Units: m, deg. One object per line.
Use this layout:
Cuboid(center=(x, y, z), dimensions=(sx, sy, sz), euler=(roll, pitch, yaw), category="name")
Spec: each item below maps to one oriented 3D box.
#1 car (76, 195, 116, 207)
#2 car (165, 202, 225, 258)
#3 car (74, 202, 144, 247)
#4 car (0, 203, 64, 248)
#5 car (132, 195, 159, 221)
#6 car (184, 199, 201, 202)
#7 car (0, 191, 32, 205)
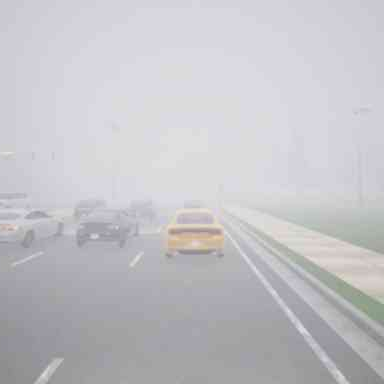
Cuboid(center=(-7.003, 1.238, 24.036), dimensions=(1.837, 1.490, 4.892), euler=(0, 1, 0), category="car")
Cuboid(center=(0.096, 1.341, 12.231), dimensions=(1.882, 1.535, 5.008), euler=(0, 1, 0), category="car")
Cuboid(center=(-3.428, 1.369, 14.063), dimensions=(1.812, 1.442, 4.674), euler=(0, 1, 0), category="car")
Cuboid(center=(-6.931, 1.373, 13.751), dimensions=(1.812, 1.442, 4.674), euler=(0, 1, 0), category="car")
Cuboid(center=(-3.503, 1.224, 24.065), dimensions=(2.128, 1.511, 4.902), euler=(0, 1, 0), category="car")
Cuboid(center=(0.052, 1.249, 24.876), dimensions=(1.812, 1.442, 4.674), euler=(0, 1, -1), category="car")
Cuboid(center=(-15.135, 0.923, 27.139), dimensions=(2.150, 2.045, 5.566), euler=(0, 0, 0), category="car")
